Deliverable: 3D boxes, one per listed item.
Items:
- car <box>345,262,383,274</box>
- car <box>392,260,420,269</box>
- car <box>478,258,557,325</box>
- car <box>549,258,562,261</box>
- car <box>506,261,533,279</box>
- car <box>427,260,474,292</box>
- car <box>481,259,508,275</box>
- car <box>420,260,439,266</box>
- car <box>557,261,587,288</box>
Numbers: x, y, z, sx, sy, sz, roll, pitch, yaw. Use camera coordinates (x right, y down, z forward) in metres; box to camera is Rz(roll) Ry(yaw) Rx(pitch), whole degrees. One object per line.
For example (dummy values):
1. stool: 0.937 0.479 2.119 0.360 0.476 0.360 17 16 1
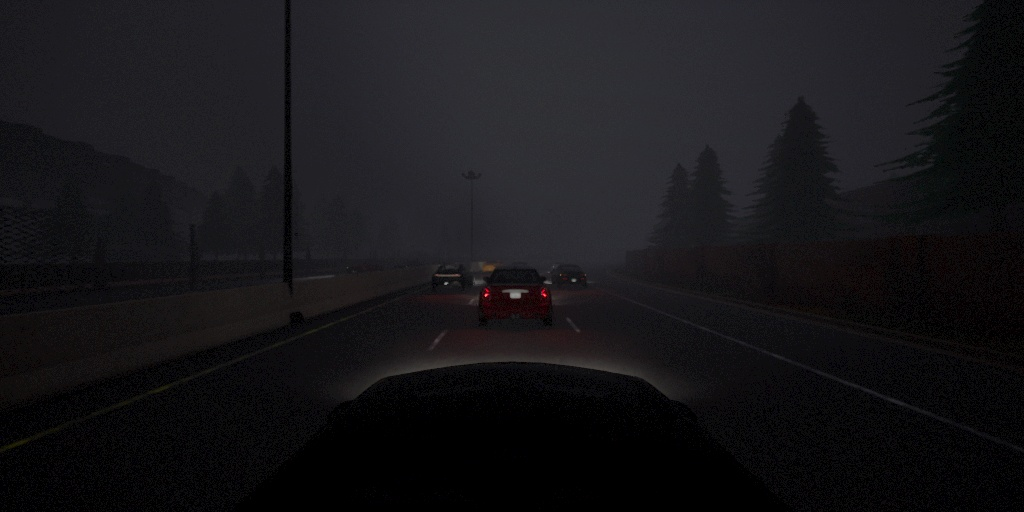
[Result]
1. car: -16.206 1.279 39.551 1.895 1.301 4.718 0 0 9
2. car: -12.191 1.152 41.986 1.882 1.535 5.008 0 0 11
3. car: 0.096 1.083 11.842 2.097 1.767 4.553 0 0 0
4. car: 5.289 1.206 39.392 1.812 1.442 4.674 0 0 10
5. car: 0.802 1.238 33.533 2.033 1.411 5.357 0 0 7
6. car: -3.380 1.206 20.977 2.128 1.511 4.902 0 0 1
7. car: -1.849 1.158 39.101 1.882 1.535 5.008 0 0 9
8. car: -8.551 1.221 42.661 2.033 1.411 5.357 0 0 12
9. car: 3.642 1.236 23.202 1.812 1.442 4.674 0 0 1
